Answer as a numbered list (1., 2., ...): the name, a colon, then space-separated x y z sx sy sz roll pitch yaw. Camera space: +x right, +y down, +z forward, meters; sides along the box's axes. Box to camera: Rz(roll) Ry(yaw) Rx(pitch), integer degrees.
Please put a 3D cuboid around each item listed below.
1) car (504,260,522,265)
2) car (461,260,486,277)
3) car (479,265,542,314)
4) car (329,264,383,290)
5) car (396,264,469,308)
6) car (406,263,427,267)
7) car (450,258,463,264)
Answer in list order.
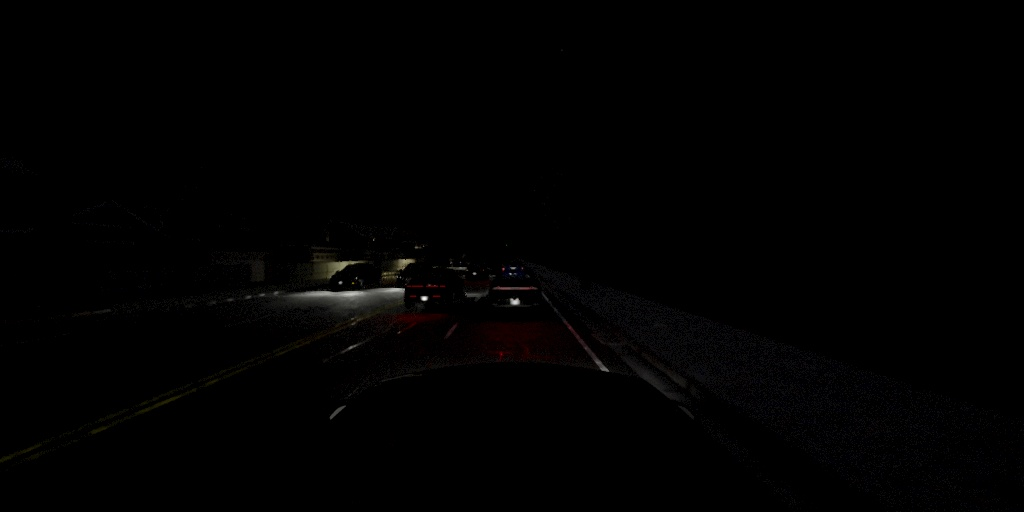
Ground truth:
1. car: 0.102 1.139 31.155 2.097 1.767 4.553 0 0 0
2. car: -3.150 1.315 32.455 1.812 1.442 4.674 0 0 0
3. car: 0.101 1.255 13.785 2.128 1.511 4.902 0 0 0
4. car: -9.849 1.280 22.993 1.837 1.490 4.892 0 0 0
5. car: -3.149 1.270 15.307 1.837 1.490 4.892 0 0 0
6. car: -6.599 1.283 25.066 1.837 1.490 4.892 0 0 0
7. car: -9.780 1.197 64.400 2.097 1.767 4.553 0 0 1
